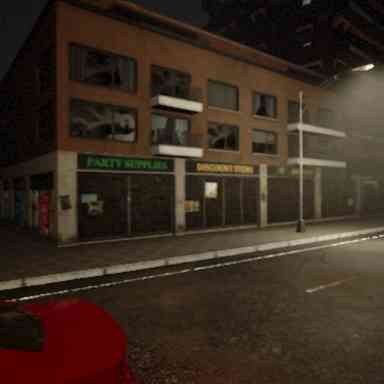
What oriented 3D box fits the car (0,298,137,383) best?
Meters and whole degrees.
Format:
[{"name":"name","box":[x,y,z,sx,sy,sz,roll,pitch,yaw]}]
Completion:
[{"name":"car","box":[-2.764,1.481,1.744,5.008,1.535,1.882,0,0,-36]}]
